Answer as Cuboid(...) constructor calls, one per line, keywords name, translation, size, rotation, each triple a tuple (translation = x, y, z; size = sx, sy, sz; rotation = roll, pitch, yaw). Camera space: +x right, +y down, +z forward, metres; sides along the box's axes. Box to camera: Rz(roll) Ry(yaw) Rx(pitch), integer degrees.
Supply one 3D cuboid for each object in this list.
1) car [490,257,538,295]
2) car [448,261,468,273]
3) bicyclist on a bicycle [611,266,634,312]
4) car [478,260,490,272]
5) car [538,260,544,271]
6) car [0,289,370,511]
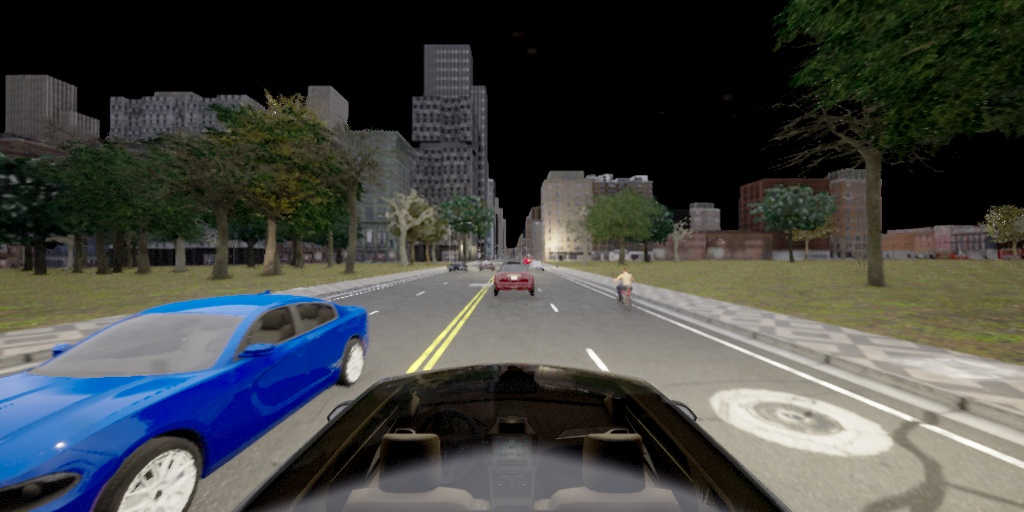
Cuboid(name="car", translation=(0.106, 1.095, 19.838), size=(2.097, 1.767, 4.553), rotation=(0, 0, 0))
Cuboid(name="car", translation=(-6.564, 1.313, 44.191), size=(1.994, 1.385, 4.181), rotation=(0, 0, 0))
Cuboid(name="bicyclist on a bicycle", translation=(4.163, 1.181, 13.299), size=(0.866, 1.612, 1.509), rotation=(0, 0, 0))
Cuboid(name="car", translation=(-3.306, 1.275, 46.857), size=(1.812, 1.442, 4.674), rotation=(0, 0, 0))
Cuboid(name="car", translation=(3.367, 1.279, 50.247), size=(1.812, 1.442, 4.674), rotation=(0, 0, 0))
Cuboid(name="car", translation=(-3.349, 1.226, 4.088), size=(1.882, 1.535, 5.008), rotation=(0, 0, 0))
